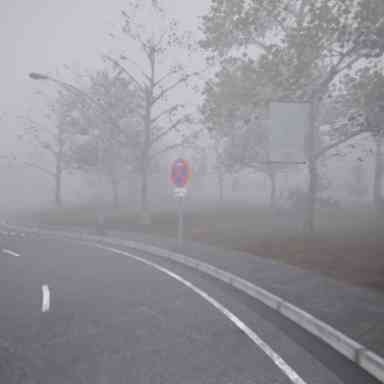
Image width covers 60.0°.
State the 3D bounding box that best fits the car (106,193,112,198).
[{"bbox_3d":[-22.948,0.968,89.899,1.994,1.385,4.181,-1,1,0],"label":"car"}]

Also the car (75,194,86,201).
[{"bbox_3d":[-26.269,1.188,79.340,2.097,1.767,4.553,-1,1,0],"label":"car"}]

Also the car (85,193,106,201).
[{"bbox_3d":[-23.015,1.305,79.479,2.033,1.411,5.357,-1,1,0],"label":"car"}]

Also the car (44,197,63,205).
[{"bbox_3d":[-26.352,1.627,63.441,1.895,1.301,4.718,-1,5,0],"label":"car"}]
